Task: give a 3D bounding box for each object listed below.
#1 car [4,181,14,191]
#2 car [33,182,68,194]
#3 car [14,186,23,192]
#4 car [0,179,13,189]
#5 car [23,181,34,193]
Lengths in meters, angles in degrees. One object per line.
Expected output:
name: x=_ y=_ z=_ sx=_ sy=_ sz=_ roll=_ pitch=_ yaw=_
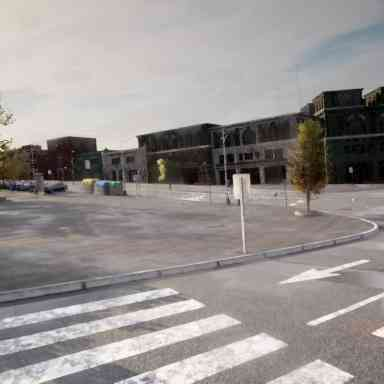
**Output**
car: x=-27.932 y=-1.027 z=55.245 sx=2.097 sy=1.535 sz=5.008 roll=1 pitch=6 yaw=16
car: x=-20.766 y=-0.610 z=50.026 sx=2.163 sy=1.488 sz=4.792 roll=1 pitch=6 yaw=17
car: x=-25.531 y=-0.862 z=53.537 sx=2.002 sy=1.452 sz=4.674 roll=0 pitch=6 yaw=16
car: x=-35.245 y=-1.377 z=60.229 sx=2.231 sy=1.521 sz=4.892 roll=1 pitch=6 yaw=14
car: x=-23.130 y=-0.774 z=51.811 sx=2.231 sy=1.521 sz=4.892 roll=1 pitch=6 yaw=17
